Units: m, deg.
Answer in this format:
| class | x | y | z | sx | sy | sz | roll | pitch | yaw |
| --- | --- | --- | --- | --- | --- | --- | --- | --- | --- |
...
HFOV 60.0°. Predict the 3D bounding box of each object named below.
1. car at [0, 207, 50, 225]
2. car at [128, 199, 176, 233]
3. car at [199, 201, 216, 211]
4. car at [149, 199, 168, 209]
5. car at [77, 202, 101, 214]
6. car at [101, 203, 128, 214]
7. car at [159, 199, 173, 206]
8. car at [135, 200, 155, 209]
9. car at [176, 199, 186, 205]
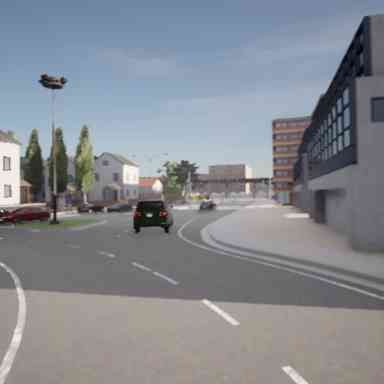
| class | x | y | z | sx | sy | sz | roll | pitch | yaw |
| --- | --- | --- | --- | --- | --- | --- | --- | --- | --- |
| car | -15.419 | 2.142 | 30.834 | 1.812 | 1.442 | 4.674 | -1 | -1 | 25 |
| car | -2.485 | 1.512 | 22.289 | 2.150 | 2.045 | 5.566 | -1 | -1 | 0 |
| car | 2.324 | 1.981 | 48.137 | 2.128 | 1.511 | 4.902 | -1 | -1 | 13 |
| car | -6.202 | 2.150 | 62.400 | 2.097 | 1.767 | 4.553 | -1 | -1 | 14 |
| car | -13.868 | 2.231 | 45.862 | 1.882 | 1.535 | 5.008 | -1 | -1 | 14 |
| car | -10.083 | 2.242 | 46.595 | 2.033 | 1.411 | 5.357 | -1 | -1 | 14 |
| car | -6.075 | 2.446 | 77.660 | 1.895 | 1.301 | 4.718 | -1 | -1 | 14 |
| car | -9.090 | 2.429 | 65.209 | 2.033 | 1.411 | 5.357 | -1 | -1 | 14 |
| car | -2.650 | 2.301 | 76.941 | 2.128 | 1.511 | 4.902 | -1 | -1 | 14 |
